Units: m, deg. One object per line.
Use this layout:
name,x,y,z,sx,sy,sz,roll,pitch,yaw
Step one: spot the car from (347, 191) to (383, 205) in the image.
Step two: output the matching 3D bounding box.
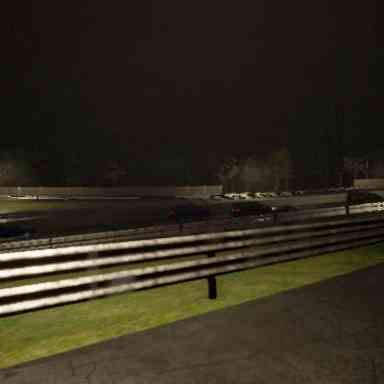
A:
car,27.251,0.984,51.438,5.566,2.045,2.150,-3,2,-26

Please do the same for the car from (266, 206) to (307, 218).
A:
car,11.645,2.364,40.061,4.674,1.442,1.812,-4,2,-26

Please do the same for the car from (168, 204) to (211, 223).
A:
car,-0.355,2.572,42.062,5.566,2.045,2.150,-4,2,-26

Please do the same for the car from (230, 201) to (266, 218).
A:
car,7.458,2.199,41.931,5.566,2.045,2.150,-4,2,-26

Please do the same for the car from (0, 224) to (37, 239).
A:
car,-18.357,3.916,33.417,5.008,1.535,1.882,-4,2,-26
